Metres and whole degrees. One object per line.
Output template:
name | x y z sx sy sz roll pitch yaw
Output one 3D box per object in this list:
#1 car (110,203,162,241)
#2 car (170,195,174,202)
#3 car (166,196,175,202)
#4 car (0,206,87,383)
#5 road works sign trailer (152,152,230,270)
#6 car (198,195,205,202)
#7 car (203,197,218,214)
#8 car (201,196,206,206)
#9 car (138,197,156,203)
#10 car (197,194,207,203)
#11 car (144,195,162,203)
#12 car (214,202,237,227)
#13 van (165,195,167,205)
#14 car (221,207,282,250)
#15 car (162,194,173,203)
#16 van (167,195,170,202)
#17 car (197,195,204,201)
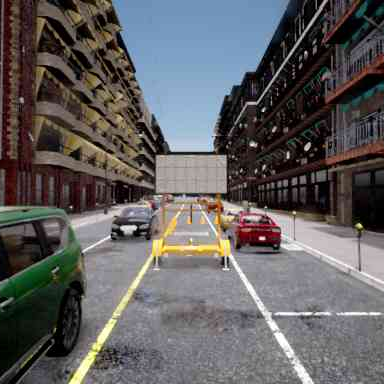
car | -2.790 1.512 16.895 2.128 1.511 4.902 0 0 0
car | -5.435 1.494 69.690 2.192 1.841 5.009 1 0 0
car | -5.477 1.822 86.281 1.947 1.339 4.313 1 0 0
car | -2.750 1.224 3.139 2.150 2.045 5.566 0 0 0
road works sign trailer | -0.022 0.475 10.998 2.380 3.560 2.880 0 0 0
car | 2.463 1.678 58.583 1.887 1.381 4.507 1 0 0
car | 2.510 1.609 36.460 1.887 1.381 4.507 1 0 0
car | 2.498 1.629 41.991 2.008 1.369 4.403 1 0 0
car | -5.370 1.589 36.336 1.752 1.417 4.829 2 0 0
car | 2.387 1.544 80.707 2.192 1.841 5.009 1 0 0
car | -5.376 1.394 42.038 2.192 1.841 5.009 2 0 0
car | 2.545 1.551 20.039 1.752 1.417 4.829 1 0 0
van | -5.400 1.454 53.097 1.690 1.788 3.998 2 0 0
car | 2.556 1.561 14.337 1.887 1.381 4.507 1 0 0
car | -5.447 1.518 75.219 2.192 1.841 5.009 1 0 0
van | -5.413 1.475 58.629 1.690 1.788 3.998 1 0 0
car | 2.360 1.726 91.770 1.967 1.590 4.097 1 0 0
